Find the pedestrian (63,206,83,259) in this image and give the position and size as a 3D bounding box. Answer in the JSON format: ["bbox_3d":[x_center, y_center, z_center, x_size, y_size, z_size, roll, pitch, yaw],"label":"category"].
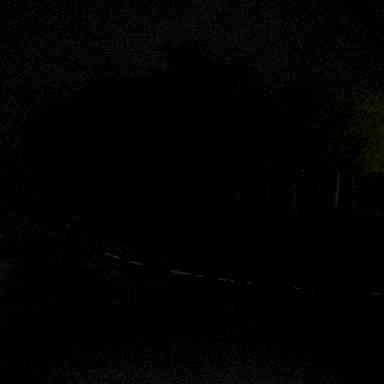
[{"bbox_3d":[-4.010,1.351,11.208,0.375,1.860,0.375,-2,3,-38],"label":"pedestrian"}]
